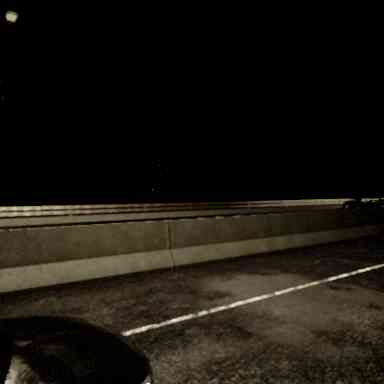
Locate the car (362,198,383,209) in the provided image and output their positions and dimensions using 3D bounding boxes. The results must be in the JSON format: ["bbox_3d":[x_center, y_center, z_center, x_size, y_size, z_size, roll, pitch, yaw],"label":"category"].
[{"bbox_3d":[21.044,1.449,36.189,5.008,1.535,1.882,0,0,-35],"label":"car"}]

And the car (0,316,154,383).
[{"bbox_3d":[-2.534,1.505,1.940,4.892,1.490,1.837,0,0,-35],"label":"car"}]

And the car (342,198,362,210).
[{"bbox_3d":[19.773,1.462,39.579,4.902,1.511,2.128,0,0,-35],"label":"car"}]
